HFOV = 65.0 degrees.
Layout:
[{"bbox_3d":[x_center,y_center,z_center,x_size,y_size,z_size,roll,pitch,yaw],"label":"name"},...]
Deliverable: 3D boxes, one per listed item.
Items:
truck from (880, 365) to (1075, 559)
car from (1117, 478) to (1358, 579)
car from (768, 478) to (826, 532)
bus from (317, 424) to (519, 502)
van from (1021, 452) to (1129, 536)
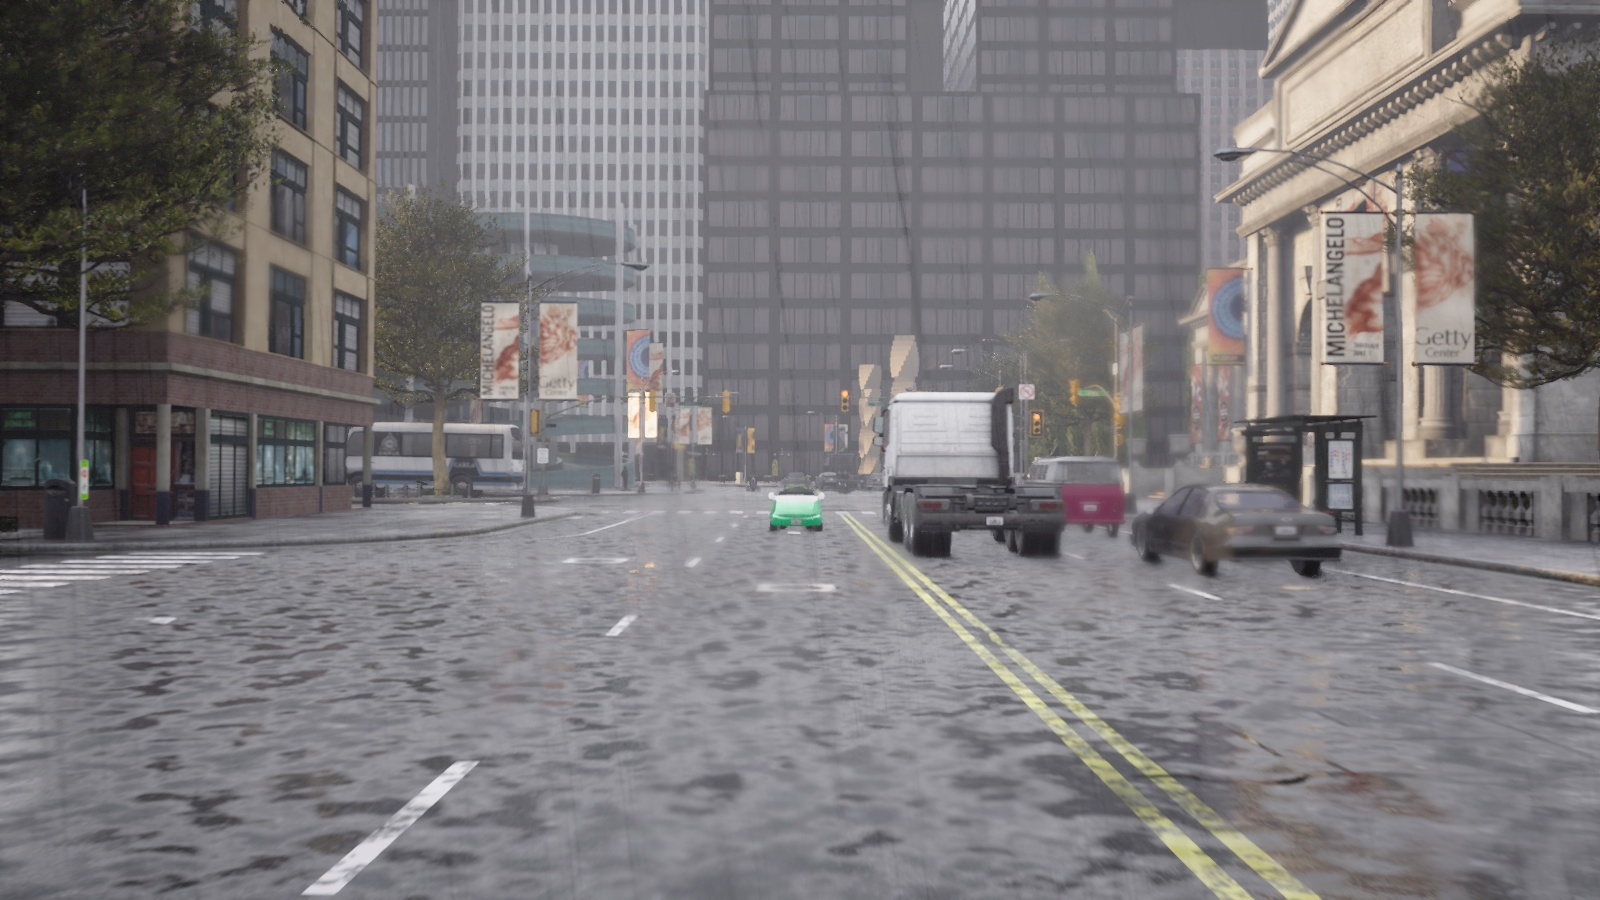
[{"bbox_3d":[3.431,0.277,26.478,2.891,3.462,7.936,0,-1,-1],"label":"truck"},{"bbox_3d":[6.956,1.192,20.698,2.033,1.411,5.357,0,-1,-1],"label":"car"},{"bbox_3d":[-0.087,1.446,33.362,1.481,1.376,2.207,0,-1,0],"label":"car"},{"bbox_3d":[-21.643,0.762,71.670,10.273,4.253,3.944,0,-1,0],"label":"bus"},{"bbox_3d":[6.916,1.093,32.042,1.775,1.987,4.442,0,-1,0],"label":"van"}]
